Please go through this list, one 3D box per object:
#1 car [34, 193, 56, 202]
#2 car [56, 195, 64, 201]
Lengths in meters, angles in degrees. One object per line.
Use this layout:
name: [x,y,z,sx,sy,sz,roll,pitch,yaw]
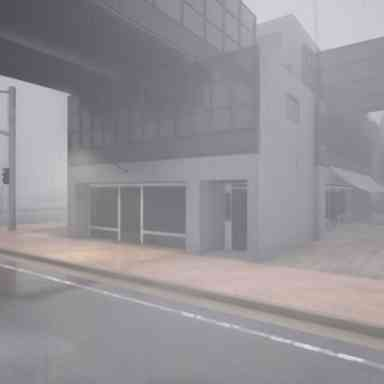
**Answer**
car: [-31.264,1.072,69.880,4.605,1.855,1.932,0,0,35]
car: [-29.537,1.283,72.207,3.905,1.438,1.784,0,0,35]
